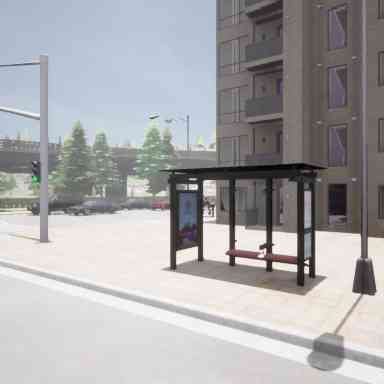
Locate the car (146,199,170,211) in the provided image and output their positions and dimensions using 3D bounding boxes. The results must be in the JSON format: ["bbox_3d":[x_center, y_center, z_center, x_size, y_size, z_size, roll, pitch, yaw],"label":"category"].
[{"bbox_3d":[-2.868,1.545,40.327,1.895,1.301,4.718,0,0,43],"label":"car"}]

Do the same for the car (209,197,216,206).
[{"bbox_3d":[5.359,1.449,46.785,4.892,1.490,1.837,0,0,-29],"label":"car"}]

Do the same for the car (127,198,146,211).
[{"bbox_3d":[-6.931,1.492,41.010,2.033,1.411,5.357,0,0,39],"label":"car"}]

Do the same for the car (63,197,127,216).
[{"bbox_3d":[-9.318,1.492,32.392,2.033,1.411,5.357,0,0,37],"label":"car"}]

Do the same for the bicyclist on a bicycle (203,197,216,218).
[{"bbox_3d":[1.295,1.245,26.646,1.656,1.620,0.582,0,0,36],"label":"bicyclist on a bicycle"}]

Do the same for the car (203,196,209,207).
[{"bbox_3d":[0.747,1.296,47.883,4.553,1.767,2.097,0,0,-33],"label":"car"}]

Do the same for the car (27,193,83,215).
[{"bbox_3d":[-13.250,1.166,32.941,2.150,2.045,5.566,0,0,37],"label":"car"}]
